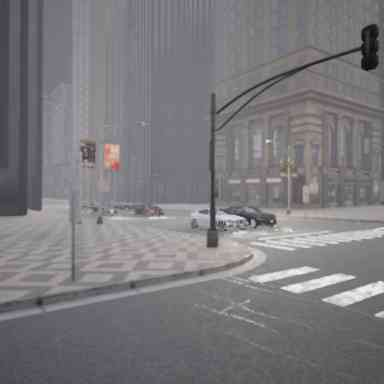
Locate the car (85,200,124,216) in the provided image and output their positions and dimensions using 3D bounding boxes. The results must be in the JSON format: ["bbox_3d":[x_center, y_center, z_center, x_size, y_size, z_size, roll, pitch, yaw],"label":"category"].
[{"bbox_3d":[-10.096,1.915,38.092,2.128,1.511,4.902,0,-1,-35],"label":"car"}]

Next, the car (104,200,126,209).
[{"bbox_3d":[-14.092,2.237,60.743,2.033,1.411,5.357,0,-1,-35],"label":"car"}]

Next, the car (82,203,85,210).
[{"bbox_3d":[-16.019,2.180,52.223,1.994,1.385,4.181,0,-1,-35],"label":"car"}]

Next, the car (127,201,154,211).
[{"bbox_3d":[-8.094,2.135,52.315,2.033,1.411,5.357,0,-1,-35],"label":"car"}]

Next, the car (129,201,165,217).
[{"bbox_3d":[-4.698,1.949,36.085,1.994,1.385,4.181,0,-1,-35],"label":"car"}]

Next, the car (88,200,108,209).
[{"bbox_3d":[-16.743,2.178,58.865,1.837,1.490,4.892,0,-1,-35],"label":"car"}]

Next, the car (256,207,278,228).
[{"bbox_3d":[3.891,1.688,23.970,1.882,1.535,5.008,0,-1,-34],"label":"car"}]

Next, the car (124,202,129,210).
[{"bbox_3d":[-10.860,2.175,50.647,1.895,1.301,4.718,0,-1,-35],"label":"car"}]

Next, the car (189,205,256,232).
[{"bbox_3d":[1.610,1.712,21.562,1.812,1.442,4.674,0,-1,-35],"label":"car"}]
